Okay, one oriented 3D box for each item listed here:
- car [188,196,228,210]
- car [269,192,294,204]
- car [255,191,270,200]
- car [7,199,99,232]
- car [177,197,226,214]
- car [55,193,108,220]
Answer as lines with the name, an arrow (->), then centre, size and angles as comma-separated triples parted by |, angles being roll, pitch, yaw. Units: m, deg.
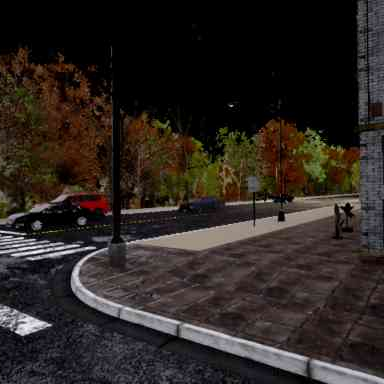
car -> 1.991, 1.260, 39.207 | 2.033, 1.411, 5.357 | -1, 0, 36
car -> 13.699, 1.021, 49.489 | 1.837, 1.490, 4.892 | -1, 0, 37
car -> 11.534, 0.701, 52.026 | 1.837, 1.490, 4.892 | -1, 0, 36
car -> -8.288, 1.397, 19.728 | 1.837, 1.490, 4.892 | -1, 0, 36
car -> 0.883, 1.281, 32.221 | 2.033, 1.411, 5.357 | -1, 0, 36
car -> -8.811, 1.121, 24.530 | 2.150, 2.045, 5.566 | -1, 0, 37
